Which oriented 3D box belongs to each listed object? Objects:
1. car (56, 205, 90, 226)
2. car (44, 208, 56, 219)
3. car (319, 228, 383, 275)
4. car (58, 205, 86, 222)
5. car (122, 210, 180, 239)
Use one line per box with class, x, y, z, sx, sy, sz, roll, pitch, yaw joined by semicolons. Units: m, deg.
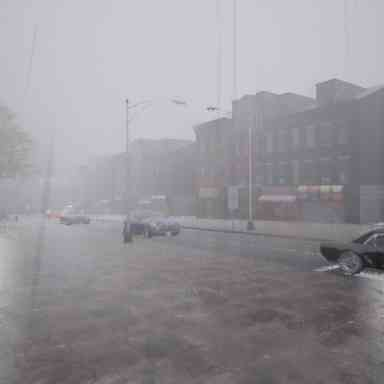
car;-12.230;2.562;34.577;2.097;1.767;4.553;0;-2;-35
car;-22.699;3.481;54.310;2.097;1.767;4.553;0;-2;-36
car;6.028;1.680;8.944;1.895;1.301;4.718;0;-2;-36
car;-16.574;2.896;45.719;2.150;2.045;5.566;0;-2;-35
car;-2.663;1.921;21.127;2.097;1.767;4.553;0;-2;-36
